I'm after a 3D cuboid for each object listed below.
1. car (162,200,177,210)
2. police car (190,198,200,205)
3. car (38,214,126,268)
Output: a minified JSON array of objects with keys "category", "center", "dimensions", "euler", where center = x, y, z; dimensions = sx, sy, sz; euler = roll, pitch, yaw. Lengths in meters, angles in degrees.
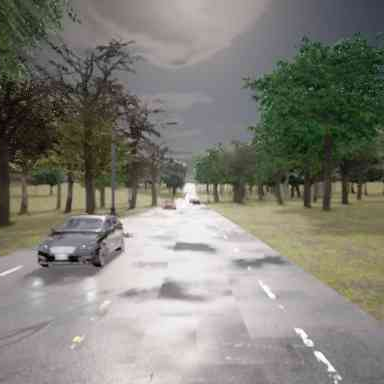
[{"category":"car","center":[-3.562,1.969,52.399],"dimensions":[2.097,1.767,4.553],"euler":[0,-1,0]},{"category":"police car","center":[1.231,2.724,90.080],"dimensions":[1.930,1.638,5.238],"euler":[0,-1,0]},{"category":"car","center":[-3.599,1.545,11.625],"dimensions":[2.128,1.511,4.902],"euler":[0,0,0]}]
